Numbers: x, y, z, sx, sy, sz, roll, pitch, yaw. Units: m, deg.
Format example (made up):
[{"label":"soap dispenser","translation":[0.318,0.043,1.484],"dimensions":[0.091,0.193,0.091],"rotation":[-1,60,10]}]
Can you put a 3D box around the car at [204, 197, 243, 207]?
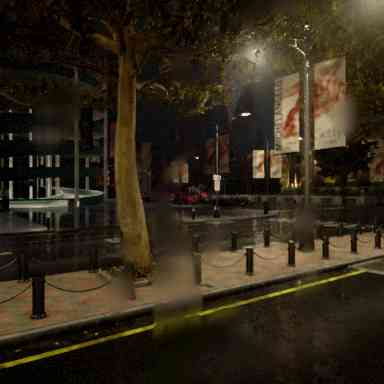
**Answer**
[{"label":"car","translation":[4.723,1.531,50.594],"dimensions":[2.033,1.411,5.357],"rotation":[0,0,-35]}]

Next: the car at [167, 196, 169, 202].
[{"label":"car","translation":[-4.476,1.508,68.511],"dimensions":[1.812,1.442,4.674],"rotation":[0,0,-44]}]

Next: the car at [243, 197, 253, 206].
[{"label":"car","translation":[7.480,1.474,52.737],"dimensions":[2.128,1.511,4.902],"rotation":[0,0,-35]}]

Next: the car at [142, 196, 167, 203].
[{"label":"car","translation":[-7.842,1.462,66.740],"dimensions":[5.008,1.535,1.882],"rotation":[0,0,42]}]

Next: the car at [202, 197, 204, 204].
[{"label":"car","translation":[1.837,1.529,60.688],"dimensions":[2.033,1.411,5.357],"rotation":[0,0,-36]}]

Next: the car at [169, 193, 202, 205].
[{"label":"car","translation":[-1.184,1.205,58.897],"dimensions":[2.150,2.045,5.566],"rotation":[0,0,-36]}]
